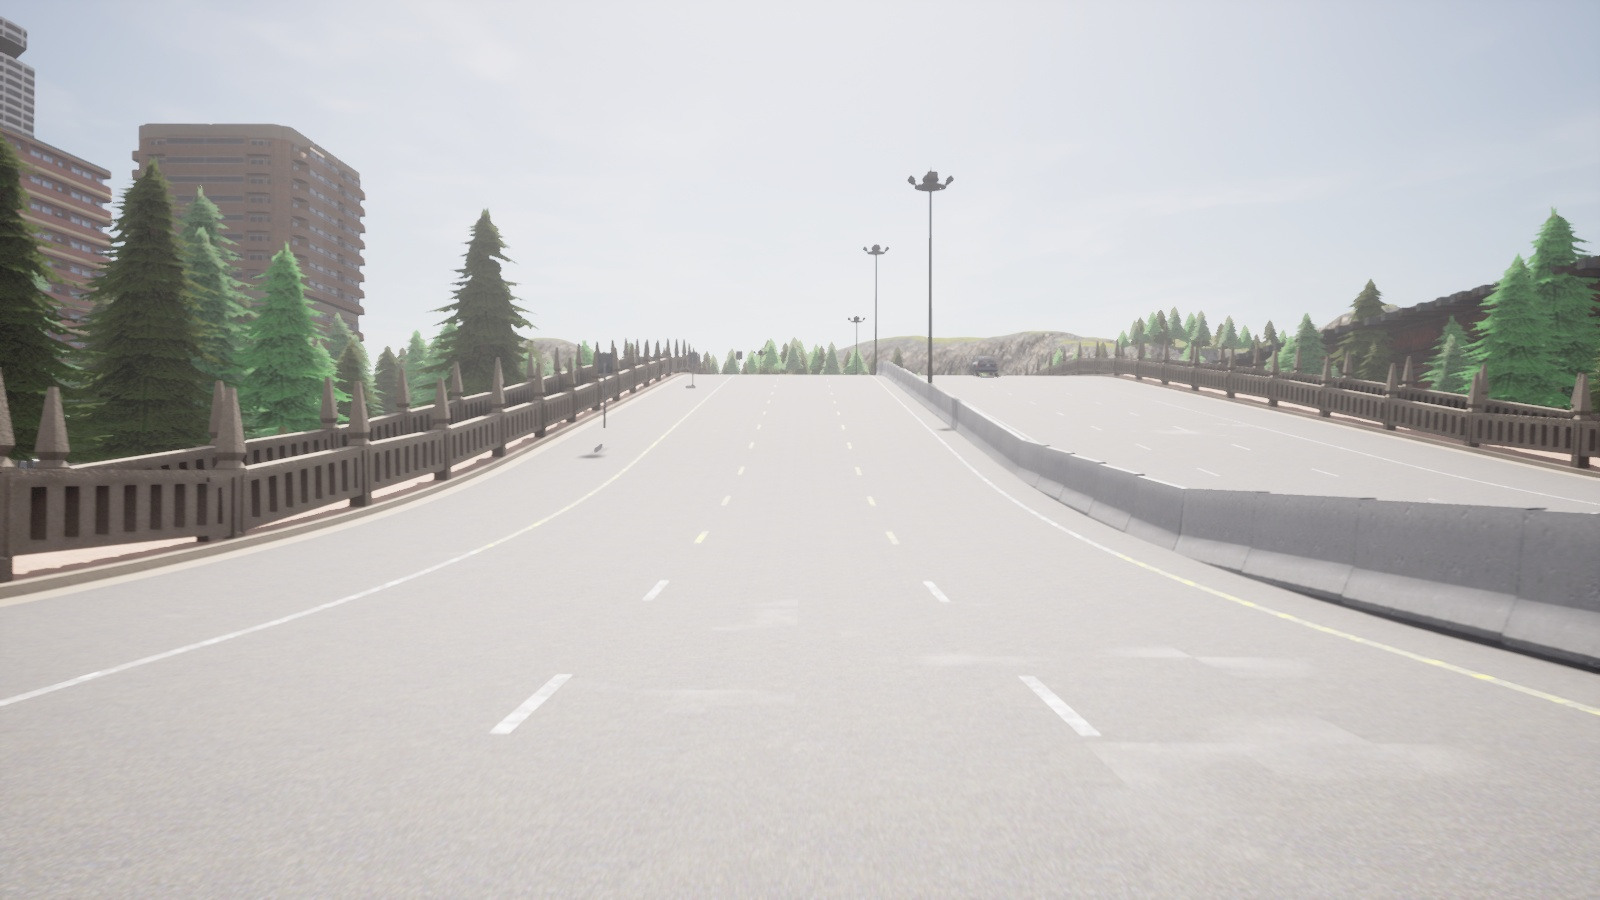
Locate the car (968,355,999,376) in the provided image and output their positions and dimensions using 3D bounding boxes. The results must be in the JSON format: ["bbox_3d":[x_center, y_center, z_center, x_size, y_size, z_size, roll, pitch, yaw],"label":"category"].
[{"bbox_3d":[14.156,-6.573,97.061,1.789,1.549,3.705,0,5,0],"label":"car"}]
